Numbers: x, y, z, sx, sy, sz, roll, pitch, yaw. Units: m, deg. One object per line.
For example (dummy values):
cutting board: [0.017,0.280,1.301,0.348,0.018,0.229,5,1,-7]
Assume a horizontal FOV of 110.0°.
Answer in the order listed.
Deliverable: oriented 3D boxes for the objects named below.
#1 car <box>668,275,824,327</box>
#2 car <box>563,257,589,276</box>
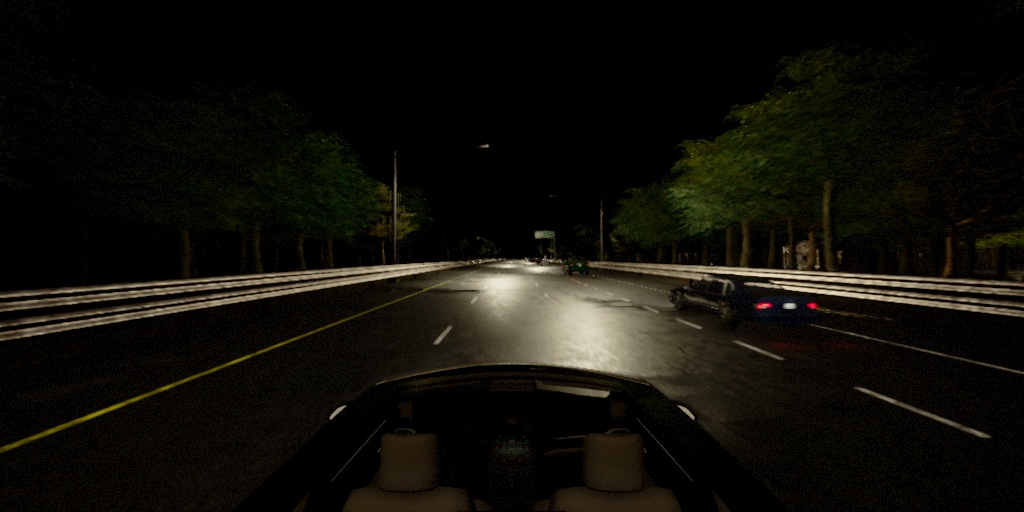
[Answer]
car: [7.007,1.316,11.560,2.033,1.411,5.357,0,0,0]
car: [7.091,1.106,39.984,2.150,2.045,5.566,0,0,0]
